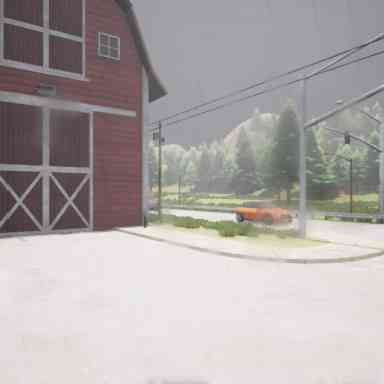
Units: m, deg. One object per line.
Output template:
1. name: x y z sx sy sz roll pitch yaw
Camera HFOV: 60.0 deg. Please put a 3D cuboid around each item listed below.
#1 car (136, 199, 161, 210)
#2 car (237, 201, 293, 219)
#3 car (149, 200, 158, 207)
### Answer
1. car: -6.523 1.852 49.614 1.812 1.442 4.674 0 0 -34
2. car: 5.501 1.527 25.626 2.097 1.767 4.553 0 0 -34
3. car: -5.753 1.829 42.110 2.033 1.411 5.357 0 0 -34
